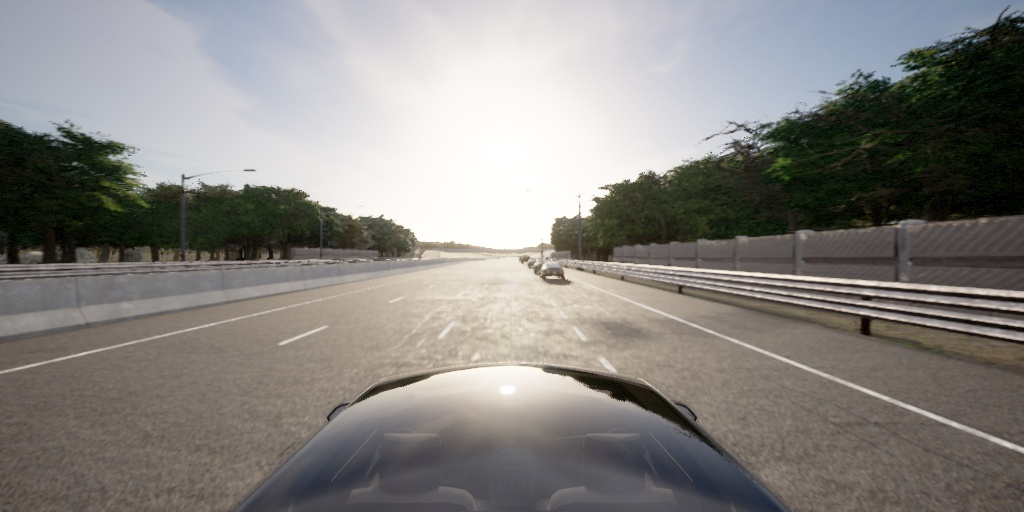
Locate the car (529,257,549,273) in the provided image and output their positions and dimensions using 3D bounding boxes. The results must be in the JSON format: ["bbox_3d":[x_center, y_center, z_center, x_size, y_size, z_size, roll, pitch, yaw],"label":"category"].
[{"bbox_3d":[3.485,1.208,42.068,2.128,1.511,4.902,0,0,0],"label":"car"}]

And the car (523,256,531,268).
[{"bbox_3d":[3.479,1.167,59.529,2.128,1.511,4.902,0,0,0],"label":"car"}]

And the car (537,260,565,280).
[{"bbox_3d":[3.489,1.251,31.572,1.812,1.442,4.674,0,0,0],"label":"car"}]
